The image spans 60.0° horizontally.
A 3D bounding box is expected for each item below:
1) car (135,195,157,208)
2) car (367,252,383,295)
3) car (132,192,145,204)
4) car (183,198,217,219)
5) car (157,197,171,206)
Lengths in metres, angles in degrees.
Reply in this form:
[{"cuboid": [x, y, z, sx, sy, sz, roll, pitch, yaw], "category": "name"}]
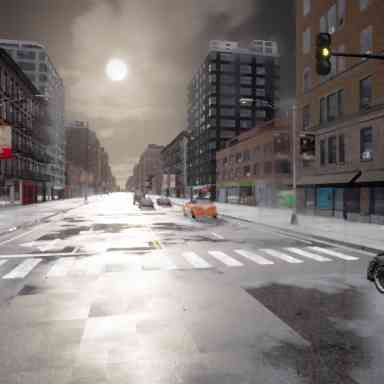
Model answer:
[{"cuboid": [-6.296, 1.456, 45.027, 1.994, 1.385, 4.181, 0, 0, -12], "category": "car"}, {"cuboid": [5.360, 1.553, 6.141, 1.994, 1.385, 4.181, 0, 0, -12], "category": "car"}, {"cuboid": [-9.135, 1.081, 57.792, 2.150, 2.045, 5.566, 0, 0, -12], "category": "car"}, {"cuboid": [0.600, 1.287, 28.359, 2.097, 1.767, 4.553, 0, 0, -12], "category": "car"}, {"cuboid": [-4.519, 1.438, 52.251, 1.994, 1.385, 4.181, 0, 0, -12], "category": "car"}]
